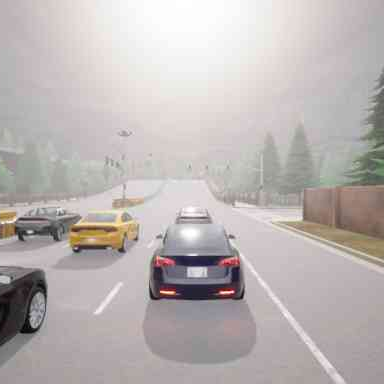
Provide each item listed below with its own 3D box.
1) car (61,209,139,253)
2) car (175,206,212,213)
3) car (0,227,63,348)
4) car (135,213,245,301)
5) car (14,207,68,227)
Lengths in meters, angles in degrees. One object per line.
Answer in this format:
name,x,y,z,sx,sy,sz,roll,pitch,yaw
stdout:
car,-3.407,1.478,13.754,1.882,1.535,5.008,0,0,0
car,0.090,1.492,17.491,2.128,1.511,4.902,0,0,0
car,-3.400,1.478,3.737,1.882,1.535,5.008,0,0,0
car,0.096,1.504,8.400,2.163,1.488,4.792,0,0,0
car,-6.909,1.491,16.599,2.128,1.511,4.902,0,0,0
